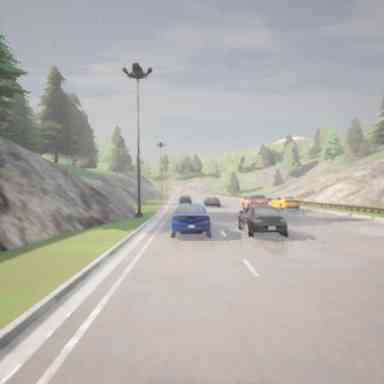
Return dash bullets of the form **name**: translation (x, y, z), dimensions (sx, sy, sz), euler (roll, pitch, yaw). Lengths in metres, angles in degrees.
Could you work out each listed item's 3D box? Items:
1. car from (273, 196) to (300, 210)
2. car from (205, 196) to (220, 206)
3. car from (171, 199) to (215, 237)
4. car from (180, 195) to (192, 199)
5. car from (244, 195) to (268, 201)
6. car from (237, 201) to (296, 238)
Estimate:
- **car**: translation (10.096, 1.135, 36.065), dimensions (1.882, 1.535, 5.008), euler (-1, 0, -2)
- **car**: translation (2.709, 1.254, 45.415), dimensions (1.994, 1.385, 4.181), euler (-1, 0, -3)
- **car**: translation (-0.053, 1.372, 17.269), dimensions (1.882, 1.535, 5.008), euler (-1, 0, -1)
- **car**: translation (-1.007, 1.211, 50.182), dimensions (1.837, 1.490, 4.892), euler (-1, 1, -3)
- **car**: translation (6.623, 1.058, 34.887), dimensions (2.097, 1.767, 4.553), euler (-1, 0, -2)
- **car**: translation (3.450, 1.381, 16.724), dimensions (1.812, 1.442, 4.674), euler (-1, 0, -1)
